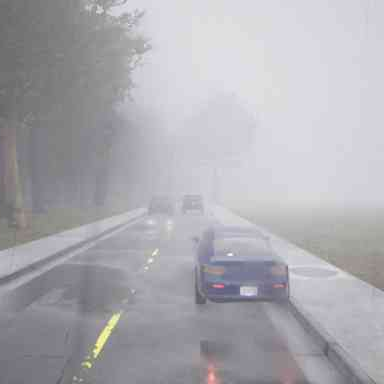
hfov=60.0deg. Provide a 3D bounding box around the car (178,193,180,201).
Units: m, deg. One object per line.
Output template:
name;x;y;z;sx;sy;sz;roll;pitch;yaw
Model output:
car;-2.666;1.215;71.352;2.150;2.045;5.566;0;0;0

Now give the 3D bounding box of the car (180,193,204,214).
car;0.115;1.221;35.623;2.150;2.045;5.566;0;0;0

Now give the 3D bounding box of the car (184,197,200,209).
car;0.087;1.488;46.478;2.128;1.511;4.902;0;0;1

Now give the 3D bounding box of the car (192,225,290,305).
car;0.973;1.525;7.977;1.812;1.442;4.674;0;0;0

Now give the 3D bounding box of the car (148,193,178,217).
car;-2.814;1.219;31.480;2.150;2.045;5.566;0;0;0
